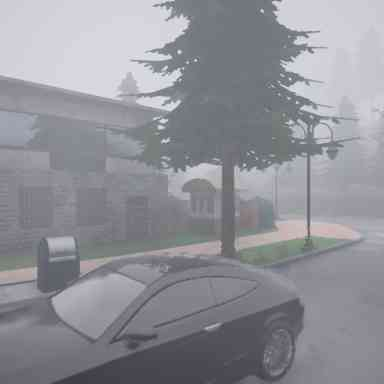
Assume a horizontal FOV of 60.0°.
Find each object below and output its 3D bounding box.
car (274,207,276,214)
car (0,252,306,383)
[{"bbox_3d":[4.880,1.444,28.961,4.718,1.301,1.895,0,0,43],"label":"car"},{"bbox_3d":[-0.538,1.526,3.865,4.674,1.442,1.812,0,0,-38],"label":"car"}]
